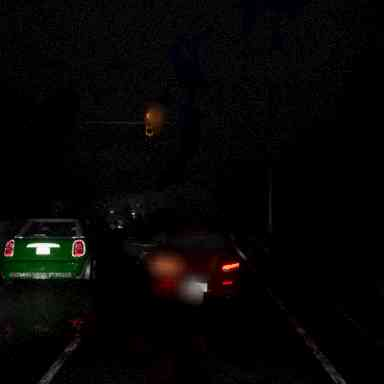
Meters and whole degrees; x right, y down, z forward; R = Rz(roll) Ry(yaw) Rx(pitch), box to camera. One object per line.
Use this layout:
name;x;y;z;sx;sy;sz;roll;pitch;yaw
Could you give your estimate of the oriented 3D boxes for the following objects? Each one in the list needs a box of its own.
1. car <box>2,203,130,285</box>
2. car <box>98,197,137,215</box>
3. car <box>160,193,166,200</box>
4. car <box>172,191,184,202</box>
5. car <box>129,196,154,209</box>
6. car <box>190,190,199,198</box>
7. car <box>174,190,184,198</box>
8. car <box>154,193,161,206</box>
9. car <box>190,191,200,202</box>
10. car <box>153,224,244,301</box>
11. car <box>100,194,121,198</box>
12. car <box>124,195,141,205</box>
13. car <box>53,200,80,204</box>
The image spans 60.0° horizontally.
car;-3.360;1.352;9.659;2.097;1.767;4.553;0;0;0
car;-6.904;1.491;31.225;2.128;1.511;4.902;0;0;1
car;-6.481;0.890;70.138;1.895;1.301;4.718;0;3;0
car;-2.918;1.023;65.711;1.882;1.535;5.008;0;3;1
car;-6.790;1.492;44.251;2.128;1.511;4.902;0;0;1
car;0.575;0.473;76.766;1.837;1.490;4.892;0;3;0
car;-2.927;0.510;76.557;2.128;1.511;4.902;0;3;0
car;-6.693;1.455;55.297;1.837;1.490;4.892;0;1;1
car;0.586;0.876;66.068;2.097;1.767;4.553;0;3;0
car;0.132;1.526;8.192;1.812;1.442;4.674;0;0;0
car;-10.313;1.220;42.359;2.150;2.045;5.566;0;0;0
car;-10.170;1.390;57.456;2.128;1.511;4.902;0;2;0
car;-11.279;1.477;29.404;1.882;1.535;5.008;1;0;14
